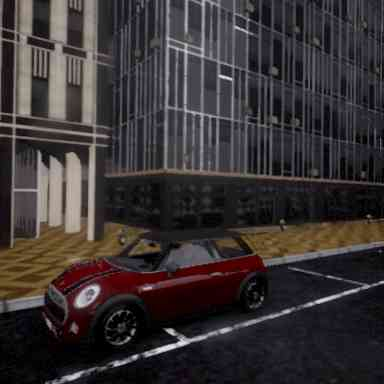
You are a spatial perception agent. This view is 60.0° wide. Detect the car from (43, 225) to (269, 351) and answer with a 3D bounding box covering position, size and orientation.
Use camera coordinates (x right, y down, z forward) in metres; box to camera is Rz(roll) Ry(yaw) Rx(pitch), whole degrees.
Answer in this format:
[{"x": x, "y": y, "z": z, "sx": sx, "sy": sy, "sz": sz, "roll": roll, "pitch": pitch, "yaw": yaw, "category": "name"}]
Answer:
[{"x": -0.522, "y": 1.472, "z": 6.182, "sx": 4.097, "sy": 1.590, "sz": 1.967, "roll": 1, "pitch": 0, "yaw": -36, "category": "car"}]
